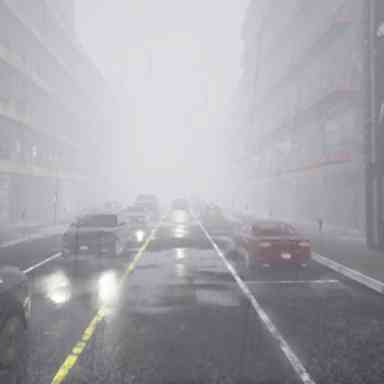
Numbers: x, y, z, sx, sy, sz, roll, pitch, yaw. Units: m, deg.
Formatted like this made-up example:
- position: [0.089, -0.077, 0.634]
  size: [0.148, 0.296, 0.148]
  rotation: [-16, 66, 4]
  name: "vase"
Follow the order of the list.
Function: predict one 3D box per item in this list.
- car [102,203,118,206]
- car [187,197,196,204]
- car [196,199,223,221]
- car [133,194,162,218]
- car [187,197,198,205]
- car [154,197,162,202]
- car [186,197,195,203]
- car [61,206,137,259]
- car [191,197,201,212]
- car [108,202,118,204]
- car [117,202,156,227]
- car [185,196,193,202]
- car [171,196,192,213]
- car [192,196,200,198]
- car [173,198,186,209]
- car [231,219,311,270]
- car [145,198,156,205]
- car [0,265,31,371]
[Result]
- position: [-6.525, 1.671, 22.023]
  size: [2.008, 1.369, 4.403]
  rotation: [0, 0, -2]
  name: "car"
- position: [-0.186, 1.799, 73.631]
  size: [1.752, 1.417, 4.829]
  rotation: [0, 0, -2]
  name: "car"
- position: [1.616, 1.617, 28.206]
  size: [1.752, 1.417, 4.829]
  rotation: [0, 0, -2]
  name: "car"
- position: [-4.194, 1.169, 30.965]
  size: [2.150, 2.045, 5.566]
  rotation: [0, 0, -2]
  name: "car"
- position: [0.045, 1.800, 67.783]
  size: [2.008, 1.369, 4.403]
  rotation: [0, 0, -2]
  name: "car"
- position: [-9.229, 1.963, 90.159]
  size: [1.947, 1.339, 4.313]
  rotation: [0, 0, -2]
  name: "car"
- position: [-0.405, 1.842, 79.139]
  size: [1.887, 1.381, 4.507]
  rotation: [0, 0, -2]
  name: "car"
- position: [-3.586, 1.548, 13.238]
  size: [1.882, 1.535, 5.008]
  rotation: [0, 0, -2]
  name: "car"
- position: [1.165, 1.661, 39.562]
  size: [1.752, 1.417, 4.829]
  rotation: [0, 0, -2]
  name: "car"
- position: [-6.750, 1.582, 27.702]
  size: [1.967, 1.590, 4.097]
  rotation: [0, 0, -2]
  name: "car"
- position: [-3.998, 1.658, 23.784]
  size: [2.033, 1.411, 5.357]
  rotation: [0, 0, -2]
  name: "car"
- position: [-0.855, 1.786, 90.495]
  size: [1.967, 1.590, 4.097]
  rotation: [0, 0, -2]
  name: "car"
- position: [-1.452, 1.506, 40.102]
  size: [2.097, 1.767, 4.553]
  rotation: [0, 0, -2]
  name: "car"
- position: [0.495, 1.518, 56.428]
  size: [2.192, 1.841, 5.009]
  rotation: [0, 0, -2]
  name: "car"
- position: [-1.849, 1.671, 50.115]
  size: [1.882, 1.535, 5.008]
  rotation: [0, 0, -2]
  name: "car"
- position: [2.402, 1.570, 11.010]
  size: [1.887, 1.381, 4.507]
  rotation: [0, 0, -2]
  name: "car"
- position: [-8.328, 1.883, 67.447]
  size: [1.802, 1.307, 4.206]
  rotation: [0, 0, -2]
  name: "car"
- position: [-3.178, 1.523, 2.900]
  size: [2.128, 1.511, 4.902]
  rotation: [0, 0, -2]
  name: "car"
